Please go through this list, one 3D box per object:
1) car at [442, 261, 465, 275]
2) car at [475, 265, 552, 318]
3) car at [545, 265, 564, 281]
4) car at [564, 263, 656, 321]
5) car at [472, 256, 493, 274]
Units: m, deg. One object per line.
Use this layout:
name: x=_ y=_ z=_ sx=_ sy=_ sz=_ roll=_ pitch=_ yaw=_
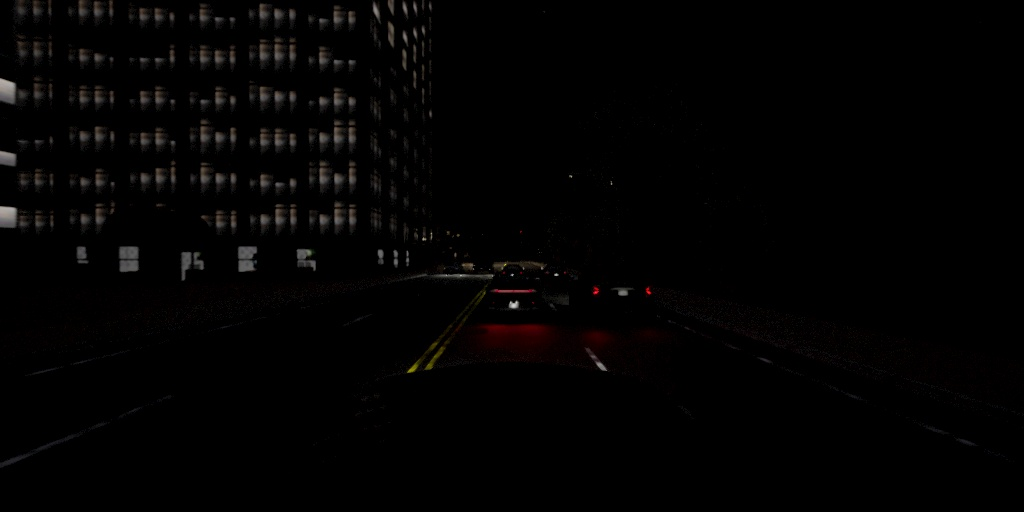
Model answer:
car: x=-6.610 y=1.348 z=41.164 sx=1.812 sy=1.442 sz=4.674 roll=0 pitch=0 yaw=0
car: x=0.064 y=1.263 z=13.072 sx=2.128 sy=1.511 sz=4.902 roll=0 pitch=0 yaw=0
car: x=3.313 y=1.363 z=28.613 sx=1.994 sy=1.385 sz=4.181 roll=0 pitch=0 yaw=0
car: x=3.312 y=1.121 z=12.773 sx=2.097 sy=1.767 sz=4.553 roll=0 pitch=0 yaw=0
car: x=-3.359 y=1.048 z=42.279 sx=2.150 sy=2.045 sz=5.566 roll=0 pitch=0 yaw=0
